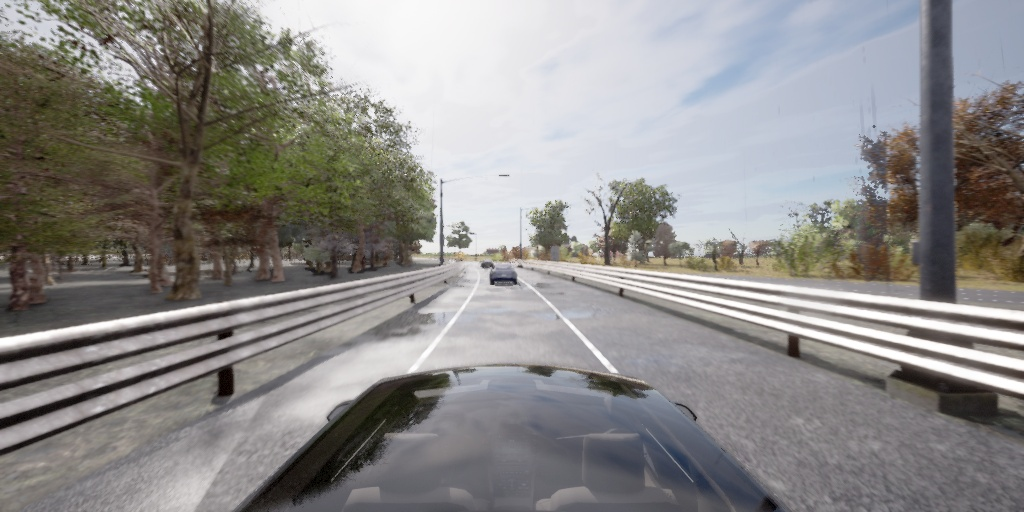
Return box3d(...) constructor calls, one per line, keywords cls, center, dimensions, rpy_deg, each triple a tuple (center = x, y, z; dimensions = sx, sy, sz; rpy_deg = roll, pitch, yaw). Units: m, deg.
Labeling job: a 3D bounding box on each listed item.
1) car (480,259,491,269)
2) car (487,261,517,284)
box3d(cls="car", center=(-4.080, 1.243, 57.825), dimensions=(1.812, 1.442, 4.674), rpy_deg=(0, 0, -9))
box3d(cls="car", center=(-0.716, 1.310, 27.126), dimensions=(1.994, 1.385, 4.181), rpy_deg=(0, 0, -4))
